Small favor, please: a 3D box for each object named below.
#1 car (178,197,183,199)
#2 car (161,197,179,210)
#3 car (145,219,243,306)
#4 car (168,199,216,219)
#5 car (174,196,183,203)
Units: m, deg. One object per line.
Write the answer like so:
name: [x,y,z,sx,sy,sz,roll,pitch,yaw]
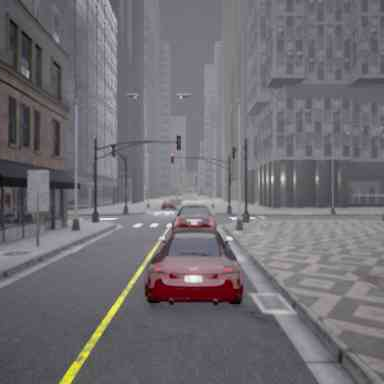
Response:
car: [-3.057,1.753,61.224,2.033,1.411,5.357,0,0,1]
car: [-3.098,1.744,44.539,1.895,1.301,4.718,0,0,0]
car: [0.084,1.587,8.168,1.994,1.385,4.181,0,0,2]
car: [0.149,1.400,16.820,2.097,1.767,4.553,0,0,2]
car: [-3.010,1.777,76.449,1.812,1.442,4.674,0,0,0]
